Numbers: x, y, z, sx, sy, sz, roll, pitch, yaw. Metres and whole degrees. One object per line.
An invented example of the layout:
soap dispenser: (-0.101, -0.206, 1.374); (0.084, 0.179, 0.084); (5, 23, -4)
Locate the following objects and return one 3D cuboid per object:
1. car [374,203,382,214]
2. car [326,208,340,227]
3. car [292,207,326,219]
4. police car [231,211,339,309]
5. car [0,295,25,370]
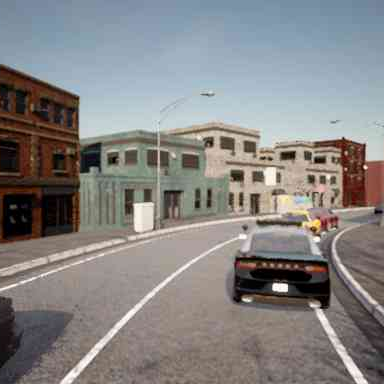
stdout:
car: (23.425, 2.004, 39.890); (1.994, 1.385, 4.181); (1, 0, 45)
car: (8.336, 1.729, 21.765); (1.812, 1.442, 4.674); (1, 0, 35)
car: (5.512, 1.606, 17.131); (1.801, 1.575, 5.366); (0, 0, 27)
police car: (2.170, 1.493, 8.337); (1.930, 1.638, 5.238); (0, 0, 14)
car: (-3.130, 1.554, 1.752); (2.033, 1.411, 5.357); (0, 0, 4)
